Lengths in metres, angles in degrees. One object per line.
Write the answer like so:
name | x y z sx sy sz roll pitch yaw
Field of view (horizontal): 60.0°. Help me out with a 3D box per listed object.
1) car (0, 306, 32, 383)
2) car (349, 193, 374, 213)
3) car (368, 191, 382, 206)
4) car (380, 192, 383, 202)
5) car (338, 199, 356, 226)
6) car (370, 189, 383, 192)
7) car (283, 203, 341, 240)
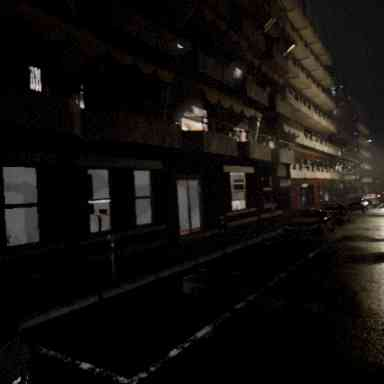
car | -3.413 1.748 2.244 2.008 1.369 4.403 -4 -1 33
car | 14.993 1.138 30.362 2.008 1.369 4.403 -4 -1 33
car | 21.126 0.935 39.736 2.008 1.369 4.403 -4 -1 33
car | 22.854 0.873 37.545 1.895 1.301 4.718 -3 -1 34
car | 8.861 1.372 20.987 1.802 1.307 4.206 -4 -1 33
car | 27.244 0.497 49.115 2.192 1.841 5.009 -4 -1 33
car | 5.795 1.474 16.300 1.802 1.307 4.206 -4 -1 33
